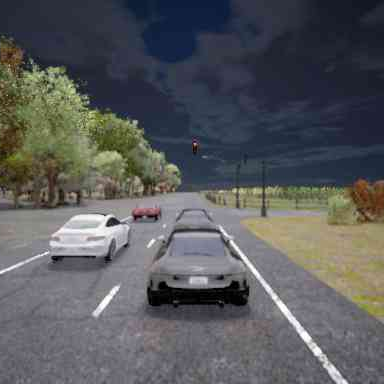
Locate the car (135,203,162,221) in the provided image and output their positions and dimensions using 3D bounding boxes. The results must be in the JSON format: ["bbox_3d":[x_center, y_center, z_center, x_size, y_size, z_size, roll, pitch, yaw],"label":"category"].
[{"bbox_3d":[-3.401,1.509,26.178,1.895,1.301,4.718,0,0,0],"label":"car"}]

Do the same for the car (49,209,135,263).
[{"bbox_3d":[-3.409,1.484,11.743,1.812,1.442,4.674,0,0,0],"label":"car"}]

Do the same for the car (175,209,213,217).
[{"bbox_3d":[0.097,1.507,16.313,1.994,1.385,4.181,0,0,0],"label":"car"}]

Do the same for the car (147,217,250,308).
[{"bbox_3d":[0.102,1.536,7.913,1.994,1.385,4.181,0,0,0],"label":"car"}]
